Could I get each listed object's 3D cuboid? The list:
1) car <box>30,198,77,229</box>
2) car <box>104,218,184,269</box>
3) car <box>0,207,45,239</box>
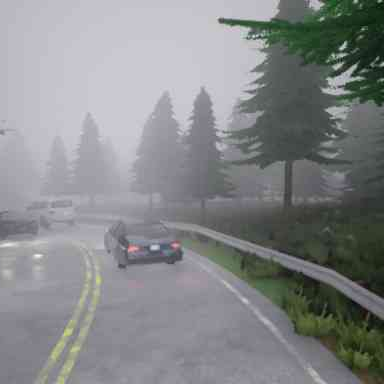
[{"bbox_3d":[-10.725,1.552,24.691,5.566,2.045,2.150,-2,2,42],"label":"car"},{"bbox_3d":[-1.893,1.609,11.582,2.033,1.411,5.357,-2,0,-20],"label":"car"},{"bbox_3d":[-11.007,1.891,20.355,1.882,1.535,5.008,-4,0,-41],"label":"car"}]
